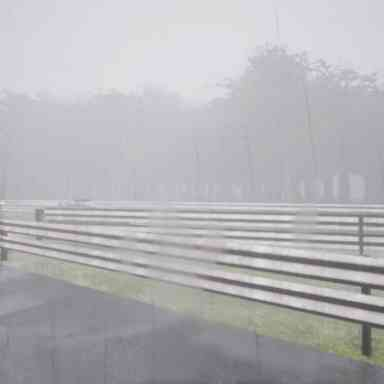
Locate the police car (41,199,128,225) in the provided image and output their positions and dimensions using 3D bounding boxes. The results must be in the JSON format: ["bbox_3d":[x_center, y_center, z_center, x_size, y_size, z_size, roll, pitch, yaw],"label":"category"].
[{"bbox_3d":[-5.772,1.172,17.217,5.238,1.638,1.930,0,0,23],"label":"police car"}]
